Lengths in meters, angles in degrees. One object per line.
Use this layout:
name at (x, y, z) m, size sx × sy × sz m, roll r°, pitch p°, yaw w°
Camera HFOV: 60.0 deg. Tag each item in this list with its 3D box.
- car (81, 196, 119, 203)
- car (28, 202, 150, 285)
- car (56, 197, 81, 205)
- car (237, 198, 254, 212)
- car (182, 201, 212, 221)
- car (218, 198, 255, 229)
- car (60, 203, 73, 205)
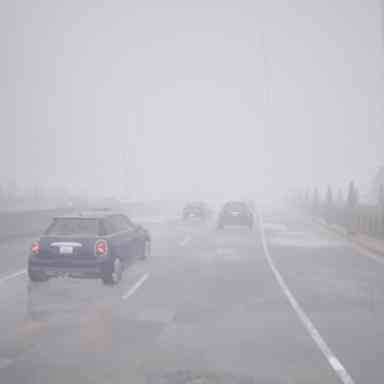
car at (-9.017, 1.305, 34.250) m, size 2.097 × 1.767 × 4.553 m, roll 0°, pitch 0°, yaw 11°
car at (-2.648, 1.338, 9.679) m, size 2.097 × 1.767 × 4.553 m, roll 0°, pitch 0°, yaw 6°
car at (-12.421, 1.288, 35.070) m, size 2.097 × 1.767 × 4.553 m, roll 0°, pitch 0°, yaw 11°
car at (6.416, 1.505, 39.597) m, size 1.882 × 1.535 × 5.008 m, roll 0°, pitch 0°, yaw 11°
car at (0.466, 1.505, 27.472) m, size 1.837 × 1.490 × 4.892 m, roll 0°, pitch 0°, yaw 11°
car at (2.951, 1.364, 21.873) m, size 2.097 × 1.767 × 4.553 m, roll 0°, pitch 0°, yaw 11°
car at (-5.008, 1.479, 17.358) m, size 1.837 × 1.490 × 4.892 m, roll 0°, pitch 0°, yaw 10°
